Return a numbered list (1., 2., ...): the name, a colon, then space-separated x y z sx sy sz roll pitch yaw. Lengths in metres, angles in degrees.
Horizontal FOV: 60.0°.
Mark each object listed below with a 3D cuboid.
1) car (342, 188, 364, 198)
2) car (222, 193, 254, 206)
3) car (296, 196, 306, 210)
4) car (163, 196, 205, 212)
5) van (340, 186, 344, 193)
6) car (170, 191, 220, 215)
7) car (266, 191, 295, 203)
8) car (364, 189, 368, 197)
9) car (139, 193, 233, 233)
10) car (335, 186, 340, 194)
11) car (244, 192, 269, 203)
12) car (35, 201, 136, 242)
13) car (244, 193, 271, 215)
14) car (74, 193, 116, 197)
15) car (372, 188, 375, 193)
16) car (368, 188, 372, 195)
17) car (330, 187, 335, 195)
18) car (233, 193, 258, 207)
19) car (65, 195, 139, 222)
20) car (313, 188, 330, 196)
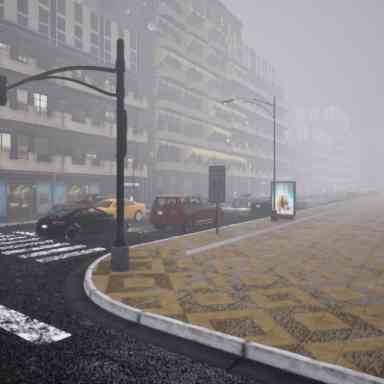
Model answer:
1. car: 28.445 0.308 58.643 1.887 1.381 4.507 1 2 35
2. car: 5.655 0.828 40.649 2.008 1.369 4.403 2 2 35
3. car: 9.386 0.964 31.358 1.947 1.339 4.313 1 2 35
4. car: -0.697 1.069 31.557 1.802 1.307 4.206 2 2 35
5. van: 37.414 -0.446 86.109 1.690 1.788 3.998 2 2 35
6. car: 0.371 0.878 28.586 2.097 1.767 4.553 0 1 35
7. car: 12.121 0.631 45.318 2.128 1.511 4.902 0 1 35
8. car: 31.622 0.098 63.187 1.967 1.590 4.097 1 2 35
9. car: -0.142 1.026 17.708 2.192 1.841 5.009 1 2 35
10. car: 34.238 -0.240 81.565 1.967 1.590 4.097 2 2 35
11. car: 8.830 0.754 45.196 1.802 1.307 4.206 2 2 35
12. car: -4.941 1.355 15.393 1.994 1.385 4.181 0 1 35
13. car: 6.209 1.069 26.809 1.947 1.339 4.313 1 2 35
14. car: -7.047 1.009 22.456 2.192 1.841 5.009 1 2 35
15. car: 37.974 -0.012 72.285 1.887 1.381 4.507 1 2 35
16. car: 34.798 0.095 67.737 1.887 1.381 4.507 1 2 35
17. car: 31.061 -0.028 77.022 1.887 1.381 4.507 2 2 35
18. car: 6.114 0.842 36.795 1.837 1.490 4.892 0 1 35
19. car: -5.016 1.180 20.867 1.882 1.535 5.008 0 1 34
20. car: 27.885 -0.025 72.471 1.967 1.590 4.097 2 2 35
